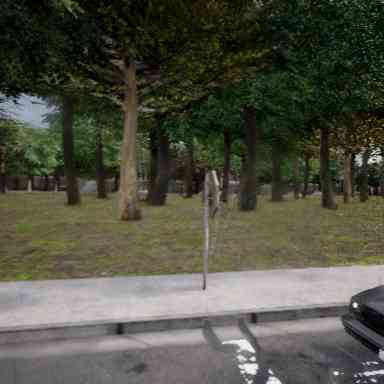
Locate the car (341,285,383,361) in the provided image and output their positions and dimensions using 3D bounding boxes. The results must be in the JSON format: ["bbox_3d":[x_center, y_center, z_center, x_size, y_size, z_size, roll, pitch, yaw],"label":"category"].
[{"bbox_3d":[4.718,1.438,4.161,5.357,1.411,2.033,1,3,-13],"label":"car"}]
